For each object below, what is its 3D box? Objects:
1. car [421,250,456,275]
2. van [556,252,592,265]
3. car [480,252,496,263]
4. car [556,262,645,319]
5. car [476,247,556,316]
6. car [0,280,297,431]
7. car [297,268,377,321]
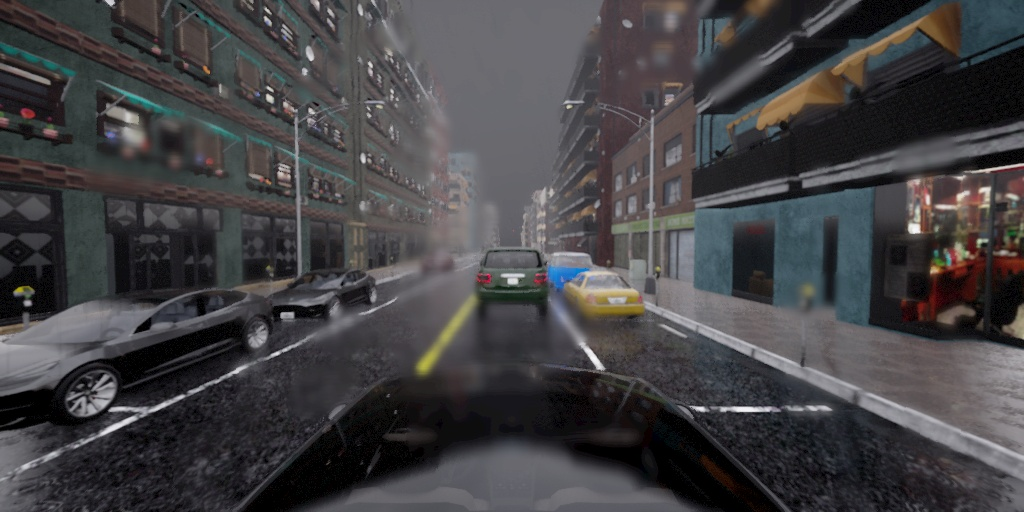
[{"bbox_3d":[-5.696,0.413,28.335,2.192,1.841,5.009,0,0,0],"label":"car"},{"bbox_3d":[2.687,0.716,16.967,1.690,1.789,3.998,0,0,0],"label":"van"},{"bbox_3d":[-3.099,0.153,47.874,1.812,1.442,4.674,0,1,0],"label":"car"},{"bbox_3d":[2.688,1.039,11.454,1.751,1.417,4.829,0,0,0],"label":"car"},{"bbox_3d":[0.047,0.710,12.252,2.150,2.045,5.566,0,1,0],"label":"car"},{"bbox_3d":[-5.692,1.220,5.604,1.948,1.339,4.313,0,0,0],"label":"car"},{"bbox_3d":[-5.693,1.080,11.286,1.948,1.339,4.313,0,0,0],"label":"car"}]
